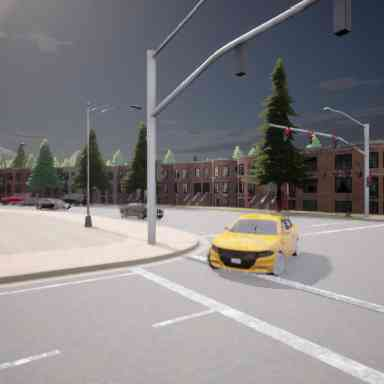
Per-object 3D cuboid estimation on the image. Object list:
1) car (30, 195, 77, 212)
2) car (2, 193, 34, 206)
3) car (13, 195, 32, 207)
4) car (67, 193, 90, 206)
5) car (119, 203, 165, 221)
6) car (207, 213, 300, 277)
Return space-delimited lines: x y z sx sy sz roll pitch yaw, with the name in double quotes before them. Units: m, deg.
"car" -16.605 1.493 39.756 4.902 1.511 2.128 0 0 31
"car" -29.032 1.221 55.923 5.566 2.045 2.150 0 0 10
"car" -24.170 1.547 51.137 5.357 1.411 2.033 0 0 17
"car" -18.913 1.221 52.870 5.566 2.045 2.150 0 0 23
"car" -4.194 1.601 27.560 1.895 1.301 4.718 0 0 -37
"car" 2.225 1.478 10.700 1.882 1.535 5.008 2 1 26
